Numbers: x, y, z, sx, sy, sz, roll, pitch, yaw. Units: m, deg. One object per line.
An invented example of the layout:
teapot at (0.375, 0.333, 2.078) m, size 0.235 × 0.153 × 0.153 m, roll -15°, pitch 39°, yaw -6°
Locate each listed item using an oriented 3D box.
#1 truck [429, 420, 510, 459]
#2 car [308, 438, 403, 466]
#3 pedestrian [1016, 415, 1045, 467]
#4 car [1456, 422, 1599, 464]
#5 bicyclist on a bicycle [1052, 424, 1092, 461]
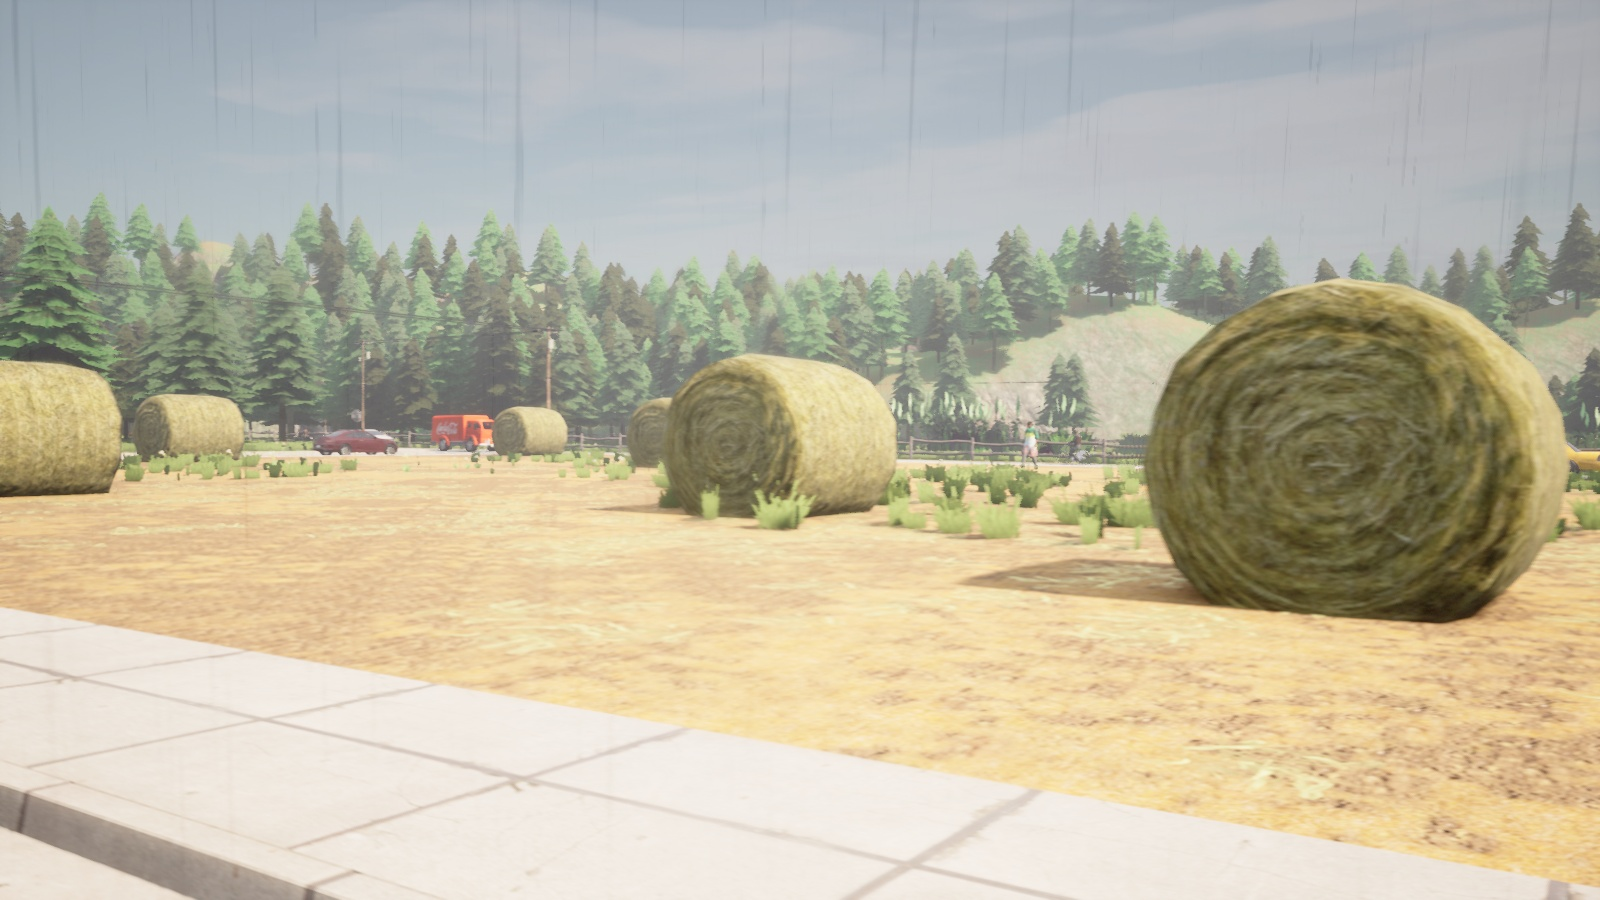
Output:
truck at (-22.331, -0.703, 84.750) m, size 5.204 × 2.467 × 2.627 m, roll -1°, pitch 1°, yaw 38°
car at (-23.922, 0.076, 67.730) m, size 1.812 × 1.442 × 4.674 m, roll 0°, pitch 1°, yaw 35°
pedestrian at (8.683, -0.354, 47.305) m, size 0.873 × 1.952 × 0.659 m, roll -1°, pitch 1°, yaw -42°
car at (29.164, -0.281, 49.761) m, size 5.366 × 1.575 × 1.801 m, roll 0°, pitch 1°, yaw 37°
bicyclist on a bicycle at (13.393, -0.371, 61.828) m, size 1.843 × 1.776 × 0.659 m, roll 0°, pitch 1°, yaw 37°
